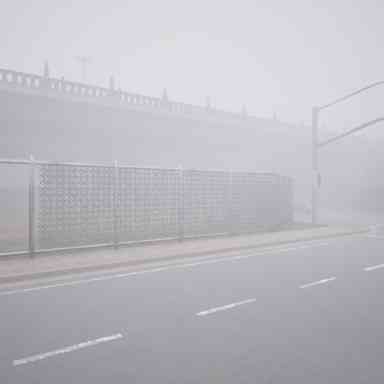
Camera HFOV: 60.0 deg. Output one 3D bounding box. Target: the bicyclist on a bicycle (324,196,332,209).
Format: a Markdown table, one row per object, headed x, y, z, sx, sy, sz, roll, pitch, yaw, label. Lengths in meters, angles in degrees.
| x | y | z | sx | sy | sz | roll | pitch | yaw | label |
| --- | --- | --- | --- | --- | --- | --- | --- | --- | --- |
| 17.728 | 1.356 | 43.298 | 1.656 | 1.620 | 0.582 | 0 | 0 | -36 | bicyclist on a bicycle |

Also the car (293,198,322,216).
| x | y | z | sx | sy | sz | roll | pitch | yaw | label |
| --- | --- | --- | --- | --- | --- | --- | --- | --- | --- |
| 10.884 | 1.407 | 33.999 | 2.097 | 1.767 | 4.553 | 0 | 0 | -36 | car |
